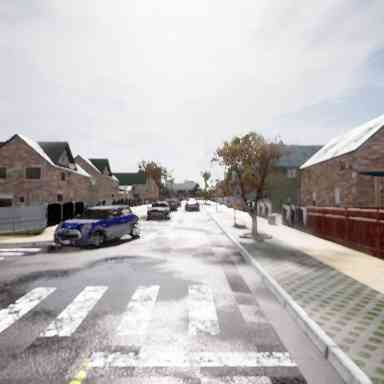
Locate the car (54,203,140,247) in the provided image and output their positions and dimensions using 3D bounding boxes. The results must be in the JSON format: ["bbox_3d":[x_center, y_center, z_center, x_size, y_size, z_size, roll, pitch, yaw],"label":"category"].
[{"bbox_3d":[-4.543,1.506,16.470,2.097,1.767,4.553,0,2,24],"label":"car"}]

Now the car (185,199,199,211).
[{"bbox_3d":[0.029,1.832,46.227,1.994,1.385,4.181,0,0,0],"label":"car"}]

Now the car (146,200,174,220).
[{"bbox_3d":[-2.892,1.659,29.933,1.837,1.490,4.892,0,0,0],"label":"car"}]

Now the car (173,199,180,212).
[{"bbox_3d":[-2.908,1.725,43.404,1.882,1.535,5.008,0,-1,0],"label":"car"}]

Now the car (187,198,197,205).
[{"bbox_3d":[-0.003,2.041,68.990,1.994,1.385,4.181,0,-1,0],"label":"car"}]

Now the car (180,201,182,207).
[{"bbox_3d":[-2.855,1.979,58.887,1.895,1.301,4.718,0,-1,0],"label":"car"}]
